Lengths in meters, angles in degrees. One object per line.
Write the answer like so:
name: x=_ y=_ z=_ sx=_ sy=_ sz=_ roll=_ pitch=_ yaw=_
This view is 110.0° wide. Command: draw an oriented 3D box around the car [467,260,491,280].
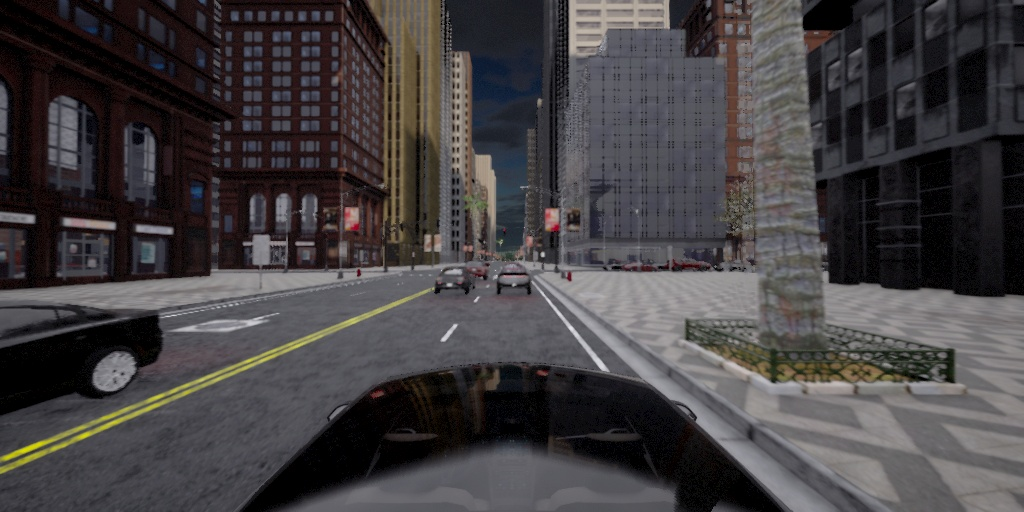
car: x=-3.137 y=1.154 z=31.553 sx=2.097 sy=1.767 sz=4.553 roll=0 pitch=0 yaw=0

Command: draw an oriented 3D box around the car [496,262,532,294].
car: x=0.106 y=1.252 z=20.260 sx=2.128 sy=1.511 sz=4.902 roll=0 pitch=0 yaw=0

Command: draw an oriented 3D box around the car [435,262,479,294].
car: x=-3.143 y=1.287 z=20.347 sx=1.812 sy=1.442 sz=4.674 roll=0 pitch=0 yaw=0

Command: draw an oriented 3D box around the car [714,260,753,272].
car: x=26.607 y=1.296 z=43.280 sx=4.313 sy=1.339 sz=1.948 roll=0 pitch=0 yaw=-1

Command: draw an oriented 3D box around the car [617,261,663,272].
car: x=15.332 y=1.348 z=43.110 sx=4.207 sy=1.307 sz=1.802 roll=0 pitch=0 yaw=-1

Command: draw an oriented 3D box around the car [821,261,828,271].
car: x=37.776 y=1.243 z=46.125 sx=4.892 sy=1.490 sz=1.837 roll=-1 pitch=-1 yaw=-1

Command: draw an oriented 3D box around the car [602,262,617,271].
car: x=15.205 y=1.439 z=51.633 sx=4.313 sy=1.339 sz=1.948 roll=0 pitch=0 yaw=-1

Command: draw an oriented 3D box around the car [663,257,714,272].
car: x=20.970 y=1.061 z=43.195 sx=5.009 sy=1.841 sz=2.192 roll=0 pitch=0 yaw=-1

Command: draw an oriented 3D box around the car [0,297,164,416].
car: x=-6.600 y=1.226 z=3.682 sx=1.882 sy=1.535 sz=5.008 roll=0 pitch=0 yaw=0
